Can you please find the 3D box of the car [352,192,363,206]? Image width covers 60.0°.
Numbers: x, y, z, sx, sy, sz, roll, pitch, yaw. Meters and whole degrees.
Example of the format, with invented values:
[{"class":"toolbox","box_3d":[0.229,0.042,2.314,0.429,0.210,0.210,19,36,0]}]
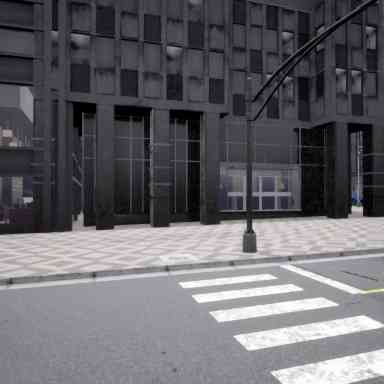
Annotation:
[{"class":"car","box_3d":[22.851,0.979,48.094,2.150,2.045,5.566,0,0,-17]}]
